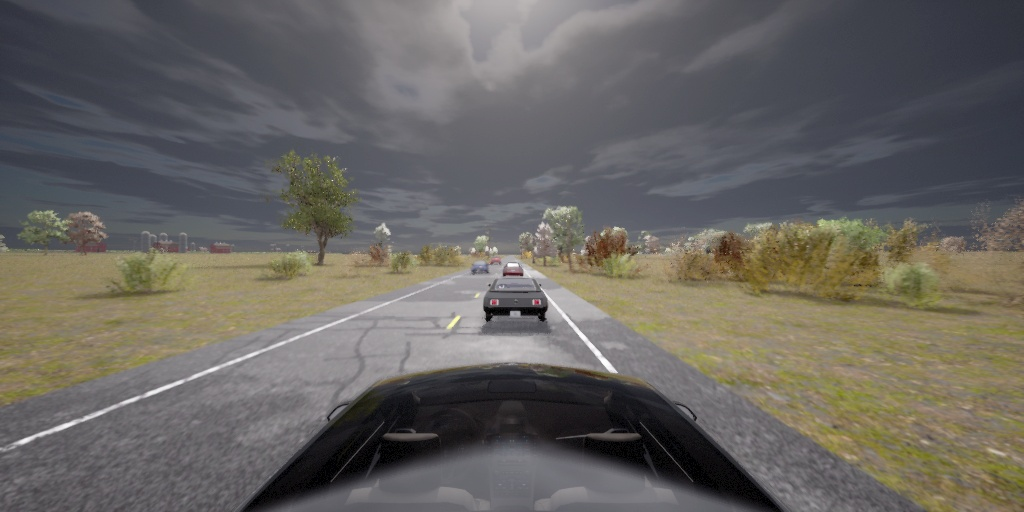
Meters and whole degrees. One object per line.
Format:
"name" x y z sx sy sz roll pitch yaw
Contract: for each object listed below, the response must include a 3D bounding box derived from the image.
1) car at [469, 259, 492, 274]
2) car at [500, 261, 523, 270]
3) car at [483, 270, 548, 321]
"car" -3.587 1.271 40.803 1.812 1.442 4.674 0 0 0
"car" 0.101 1.311 34.956 1.994 1.385 4.181 0 0 0
"car" 0.101 1.350 12.422 1.895 1.301 4.718 0 0 0
